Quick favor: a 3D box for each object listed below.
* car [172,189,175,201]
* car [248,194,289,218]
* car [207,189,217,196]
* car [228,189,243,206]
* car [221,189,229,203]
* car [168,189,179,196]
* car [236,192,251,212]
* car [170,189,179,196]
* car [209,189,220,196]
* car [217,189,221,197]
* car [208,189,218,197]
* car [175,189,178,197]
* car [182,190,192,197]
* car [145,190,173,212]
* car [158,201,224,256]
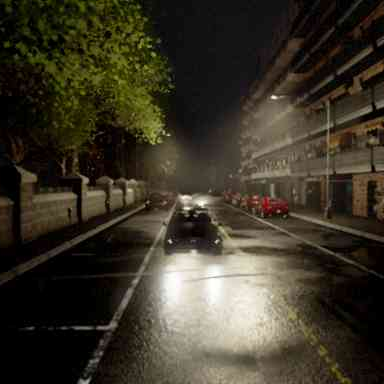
[{"bbox_3d":[-3.063,0.708,34.747,1.967,1.590,4.097,0,1,-1],"label":"car"},{"bbox_3d":[5.549,1.056,23.668,1.887,1.381,4.507,0,1,-1],"label":"car"},{"bbox_3d":[4.499,0.009,74.490,1.752,1.417,4.829,0,1,-1],"label":"car"},{"bbox_3d":[5.316,0.720,34.921,1.967,1.590,4.097,0,1,-1],"label":"car"},{"bbox_3d":[5.200,0.480,40.546,2.192,1.841,5.009,0,1,-1],"label":"car"},{"bbox_3d":[-3.759,0.136,68.518,2.008,1.369,4.403,0,1,-1],"label":"car"},{"bbox_3d":[5.432,0.940,29.297,1.887,1.381,4.507,0,1,-1],"label":"car"},{"bbox_3d":[-3.872,0.003,73.976,1.752,1.417,4.829,0,1,-1],"label":"car"},{"bbox_3d":[4.619,0.163,68.692,1.947,1.339,4.313,0,1,-1],"label":"car"},{"bbox_3d":[5.084,0.490,46.178,1.967,1.590,4.097,0,1,-1],"label":"car"},{"bbox_3d":[4.735,0.149,63.061,1.967,1.590,4.097,0,1,-1],"label":"car"},{"bbox_3d":[-3.294,0.589,46.006,2.008,1.369,4.403,0,1,-1],"label":"car"},{"bbox_3d":[-1.020,0.204,66.049,1.994,1.385,4.181,0,1,-1],"label":"car"},{"bbox_3d":[-2.946,0.824,29.121,1.967,1.590,4.097,0,1,-1],"label":"car"},{"bbox_3d":[-0.004,1.284,12.255,2.033,1.411,5.357,0,1,-1],"label":"car"}]
